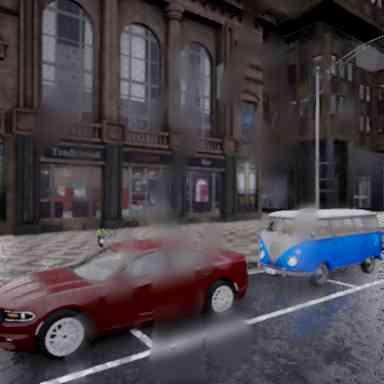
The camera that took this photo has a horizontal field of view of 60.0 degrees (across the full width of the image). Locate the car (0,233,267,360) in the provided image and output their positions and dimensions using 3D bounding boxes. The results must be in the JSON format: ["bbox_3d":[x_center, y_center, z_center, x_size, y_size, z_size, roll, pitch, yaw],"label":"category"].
[{"bbox_3d":[-0.978,1.558,5.945,4.507,1.381,1.887,0,0,-35],"label":"car"}]

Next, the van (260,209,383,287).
[{"bbox_3d":[3.607,1.383,9.195,3.998,1.788,1.690,0,0,-35],"label":"van"}]
